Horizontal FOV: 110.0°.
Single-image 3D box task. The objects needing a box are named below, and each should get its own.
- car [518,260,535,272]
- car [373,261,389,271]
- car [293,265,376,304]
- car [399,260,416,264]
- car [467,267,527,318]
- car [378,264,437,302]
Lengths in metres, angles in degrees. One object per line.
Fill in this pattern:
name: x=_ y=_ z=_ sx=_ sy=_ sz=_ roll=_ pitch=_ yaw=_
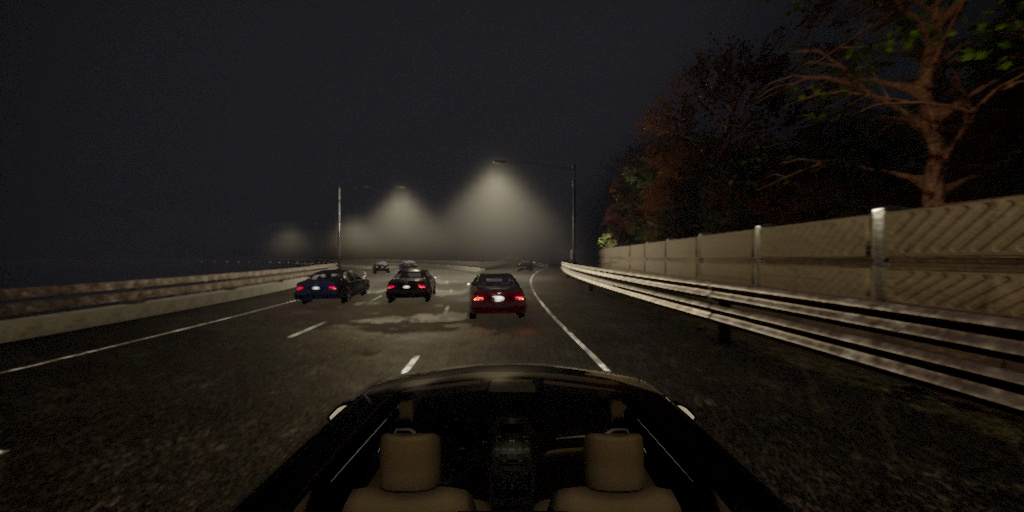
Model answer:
car: x=1.899 y=1.236 z=46.640 sx=2.128 sy=1.511 sz=4.902 roll=0 pitch=0 yaw=9
car: x=-16.409 y=1.359 z=44.799 sx=2.033 sy=1.411 sz=5.357 roll=0 pitch=0 yaw=-24
car: x=-8.151 y=1.328 z=16.707 sx=2.033 sy=1.411 sz=5.357 roll=0 pitch=0 yaw=-8
car: x=-13.727 y=1.293 z=47.152 sx=2.128 sy=1.511 sz=4.902 roll=0 pitch=0 yaw=-25
car: x=-0.646 y=1.300 z=13.050 sx=2.033 sy=1.411 sz=5.357 roll=0 pitch=0 yaw=-6
car: x=-4.696 y=1.315 z=17.168 sx=2.033 sy=1.411 sz=5.357 roll=0 pitch=0 yaw=-9
